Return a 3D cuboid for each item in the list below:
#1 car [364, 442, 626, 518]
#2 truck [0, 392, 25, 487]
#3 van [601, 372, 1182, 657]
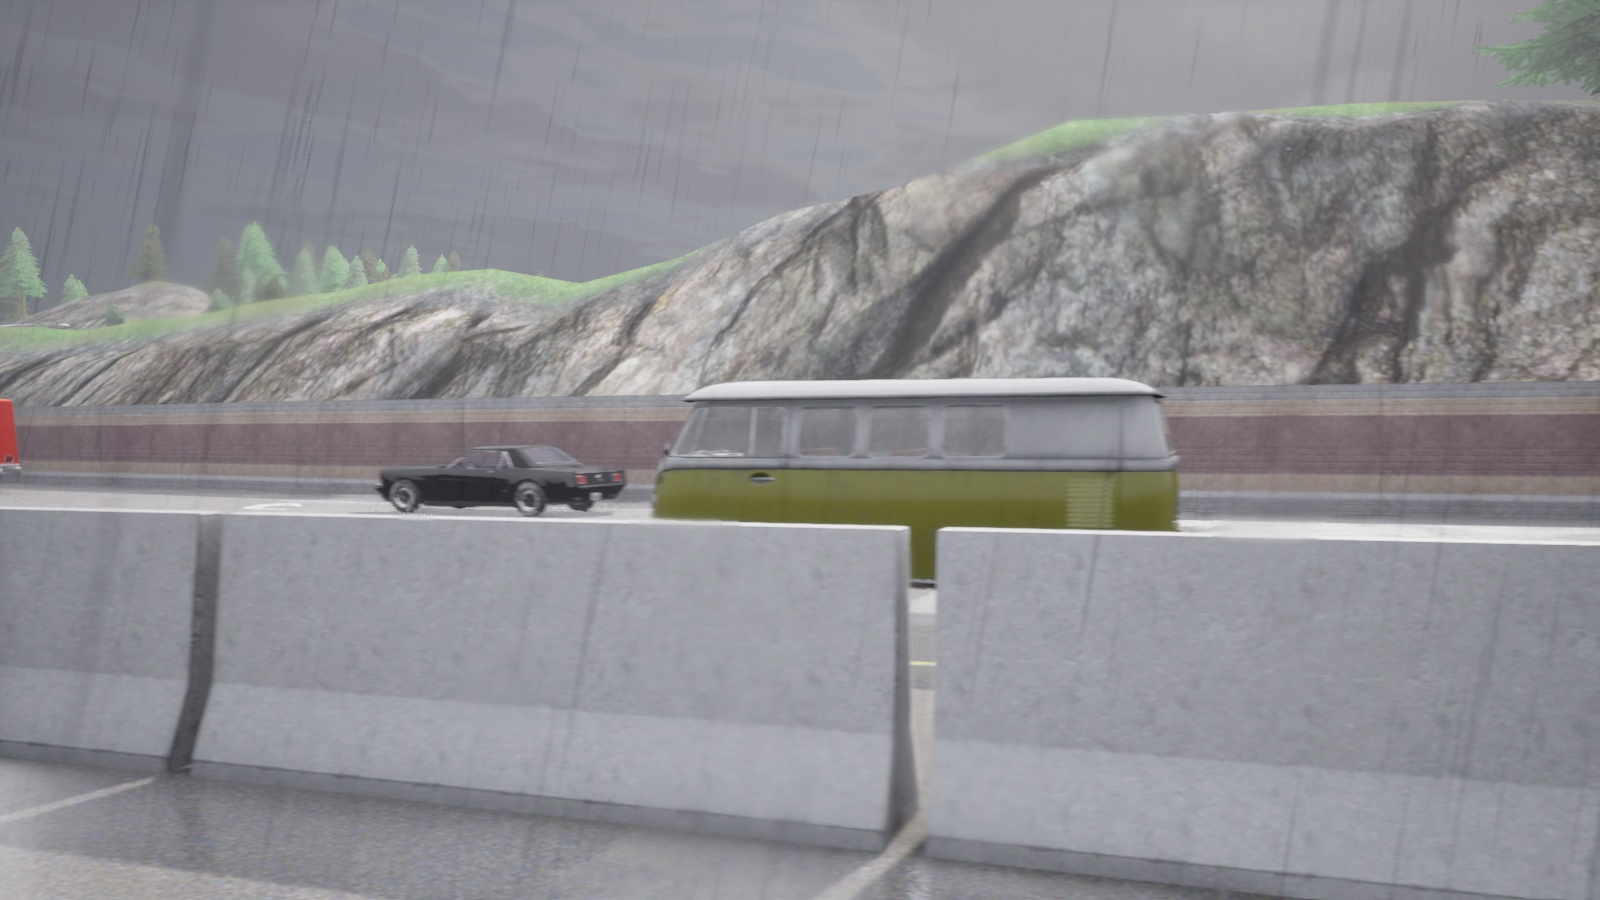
[{"bbox_3d":[-5.881,0.520,24.191,4.718,1.301,1.895,1,1,24],"label":"car"},{"bbox_3d":[-23.413,-0.283,33.314,5.204,2.467,2.627,0,1,29],"label":"truck"},{"bbox_3d":[0.771,0.418,10.303,4.442,1.987,1.775,1,1,19],"label":"van"}]
